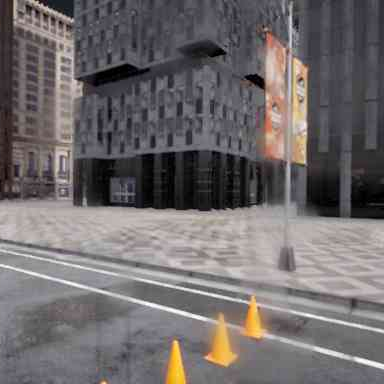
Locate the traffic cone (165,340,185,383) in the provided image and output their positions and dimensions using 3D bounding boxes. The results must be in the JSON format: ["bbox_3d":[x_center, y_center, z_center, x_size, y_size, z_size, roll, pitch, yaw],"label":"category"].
[{"bbox_3d":[-0.189,1.956,3.708,0.340,0.580,0.340,0,0,36],"label":"traffic cone"}]

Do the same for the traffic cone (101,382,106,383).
[{"bbox_3d":[-0.770,1.955,2.895,0.340,0.580,0.340,0,0,36],"label":"traffic cone"}]

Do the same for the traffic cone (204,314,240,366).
[{"bbox_3d":[0.393,1.956,4.522,0.340,0.580,0.340,0,0,36],"label":"traffic cone"}]

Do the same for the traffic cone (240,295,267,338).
[{"bbox_3d":[0.974,1.956,5.335,0.340,0.580,0.340,0,0,36],"label":"traffic cone"}]
